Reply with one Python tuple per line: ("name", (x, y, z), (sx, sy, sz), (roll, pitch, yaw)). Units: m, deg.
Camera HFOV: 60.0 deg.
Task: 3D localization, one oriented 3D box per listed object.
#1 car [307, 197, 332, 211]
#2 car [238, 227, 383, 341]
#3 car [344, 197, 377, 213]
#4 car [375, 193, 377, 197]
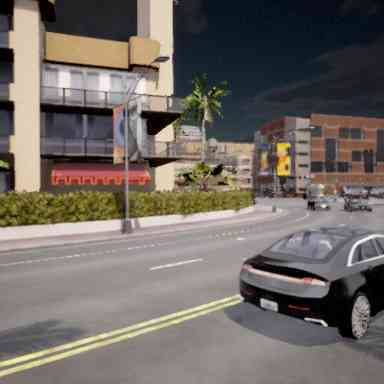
("car", (14.072, 1.305, 36.889), (2.128, 1.511, 4.902), (0, 0, 10))
("car", (2.997, 1.456, 6.543), (4.902, 1.511, 2.128), (-1, 0, -40))
("car", (17.043, 1.357, 34.257), (1.994, 1.385, 4.181), (0, 0, 13))
("car", (44.502, 0.884, 77.058), (1.816, 1.474, 4.193), (-1, 0, -18))
